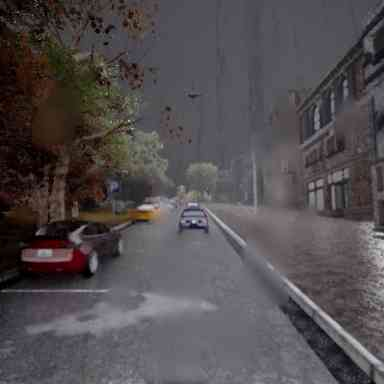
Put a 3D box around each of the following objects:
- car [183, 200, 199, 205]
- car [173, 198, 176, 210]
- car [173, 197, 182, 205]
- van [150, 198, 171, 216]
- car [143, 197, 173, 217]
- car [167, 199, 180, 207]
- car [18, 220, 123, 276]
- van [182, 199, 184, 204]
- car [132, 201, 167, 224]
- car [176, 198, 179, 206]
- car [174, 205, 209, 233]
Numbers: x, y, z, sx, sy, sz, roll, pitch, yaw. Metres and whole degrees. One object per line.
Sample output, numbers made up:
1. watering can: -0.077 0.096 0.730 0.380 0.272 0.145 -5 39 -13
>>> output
1. car: 0.106 1.960 41.134 1.812 1.442 4.674 0 -1 0
2. car: -3.639 1.946 44.365 1.946 1.575 5.366 0 -1 2
3. car: -3.645 2.007 60.860 2.185 1.767 4.553 0 -1 2
4. van: -3.643 1.664 38.729 1.878 1.987 4.442 0 -1 2
5. car: -3.647 1.579 33.071 2.435 2.045 5.566 0 -1 2
6. car: -3.642 2.236 66.457 2.002 1.452 4.674 0 -1 2
7. car: -3.650 1.630 10.787 2.163 1.488 4.792 0 -1 2
8. van: -3.637 2.097 77.720 1.878 1.987 4.442 0 -1 2
9. car: -3.648 1.773 27.465 2.097 1.535 5.008 0 -1 2
10. car: -3.645 2.008 49.744 2.097 1.535 5.008 0 -1 2
11. car: 0.104 1.778 21.431 2.033 1.411 5.357 0 -1 0
